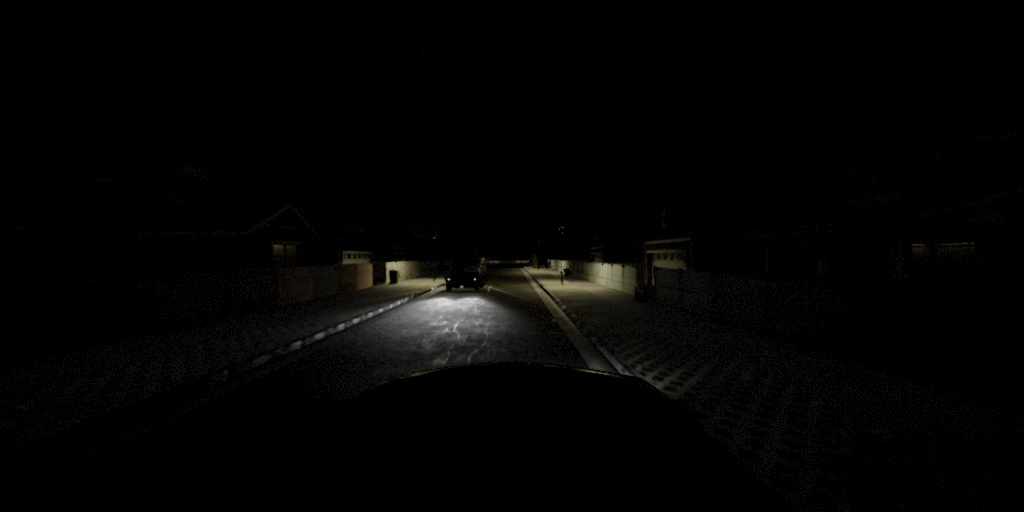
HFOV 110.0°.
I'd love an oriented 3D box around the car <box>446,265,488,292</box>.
[{"bbox_3d":[-2.758,1.361,21.868,1.895,1.301,4.718,0,0,0],"label":"car"}]
